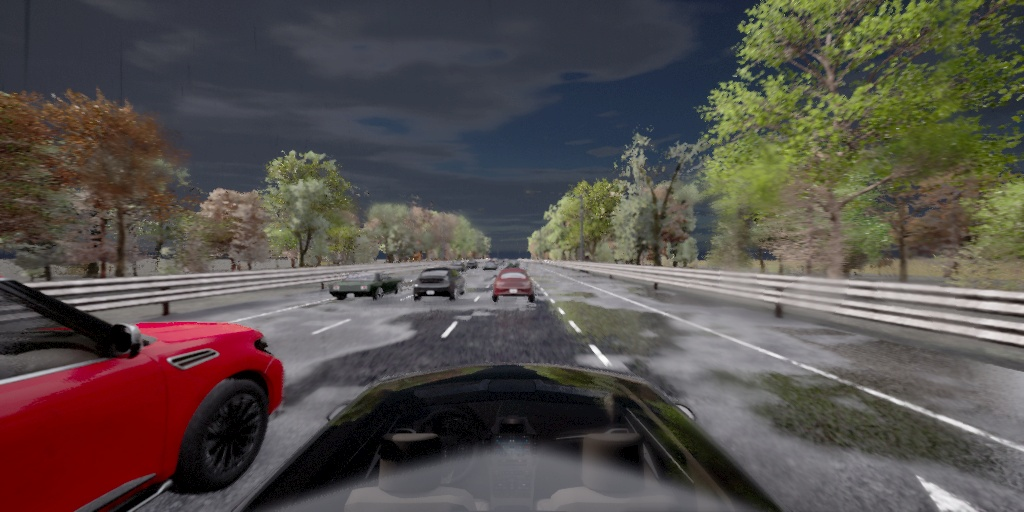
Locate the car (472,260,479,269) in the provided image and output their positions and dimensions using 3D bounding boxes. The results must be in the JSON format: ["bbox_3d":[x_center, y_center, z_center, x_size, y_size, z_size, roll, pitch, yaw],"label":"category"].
[{"bbox_3d":[-6.725,1.505,61.303,1.837,1.490,4.892,0,0,0],"label":"car"}]

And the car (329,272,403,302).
[{"bbox_3d":[-6.922,1.417,17.651,1.895,1.301,4.718,0,0,0],"label":"car"}]

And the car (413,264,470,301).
[{"bbox_3d":[-3.427,1.312,17.554,1.837,1.490,4.892,0,0,0],"label":"car"}]

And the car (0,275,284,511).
[{"bbox_3d":[-3.498,0.982,1.409,2.150,2.045,5.566,0,0,0],"label":"car"}]

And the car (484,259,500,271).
[{"bbox_3d":[-3.254,1.525,55.247,1.994,1.385,4.181,0,0,0],"label":"car"}]

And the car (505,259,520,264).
[{"bbox_3d":[0.275,1.327,61.144,2.097,1.767,4.553,0,0,0],"label":"car"}]

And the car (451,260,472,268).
[{"bbox_3d":[-6.798,1.420,45.304,2.128,1.511,4.902,0,0,0],"label":"car"}]

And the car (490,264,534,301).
[{"bbox_3d":[0.070,1.320,17.482,1.812,1.442,4.674,0,0,0],"label":"car"}]
